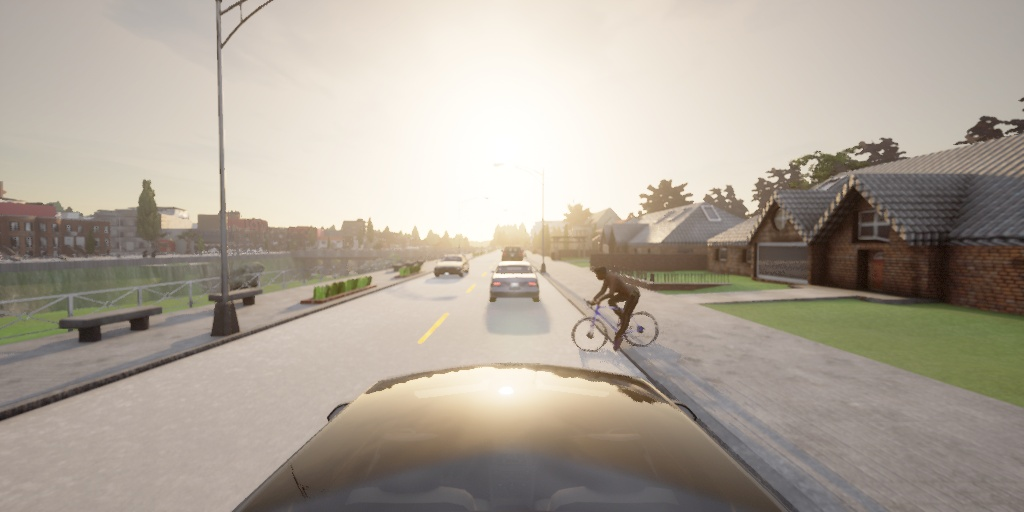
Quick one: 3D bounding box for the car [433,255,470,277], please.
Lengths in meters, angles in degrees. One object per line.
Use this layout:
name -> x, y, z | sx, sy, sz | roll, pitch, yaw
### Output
car -> -4.019, 0.629, 24.757 | 2.033, 1.411, 5.357 | 0, 2, 0

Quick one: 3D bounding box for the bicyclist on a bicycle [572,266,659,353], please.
bicyclist on a bicycle -> 1.906, 0.987, 6.769 | 1.656, 1.620, 0.582 | -6, 2, 0

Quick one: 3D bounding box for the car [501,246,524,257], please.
car -> 0.048, -0.041, 36.582 | 2.150, 2.045, 5.566 | 0, 2, 0

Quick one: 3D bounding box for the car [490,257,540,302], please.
car -> 0.100, 0.927, 14.438 | 2.033, 1.411, 5.357 | 0, 2, 0
